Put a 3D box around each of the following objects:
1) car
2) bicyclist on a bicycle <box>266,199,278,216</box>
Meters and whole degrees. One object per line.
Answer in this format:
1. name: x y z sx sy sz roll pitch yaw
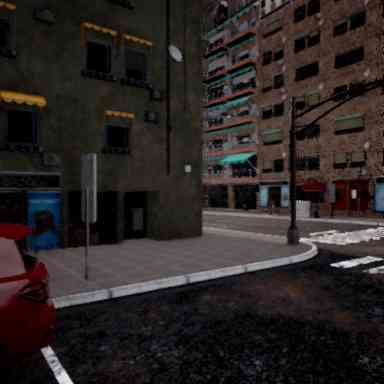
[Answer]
1. car: -4.003 1.314 3.245 5.009 1.841 2.192 0 0 -35
2. bicyclist on a bicycle: 7.991 1.551 33.189 1.656 1.620 0.582 0 0 -36
